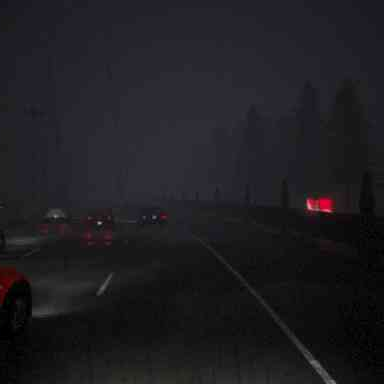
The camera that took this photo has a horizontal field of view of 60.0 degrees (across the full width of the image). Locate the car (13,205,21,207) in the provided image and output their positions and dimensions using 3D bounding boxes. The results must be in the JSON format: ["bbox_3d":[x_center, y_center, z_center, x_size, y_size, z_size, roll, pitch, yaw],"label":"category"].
[{"bbox_3d":[-30.960,1.975,58.712,2.033,1.411,5.357,0,0,-16],"label":"car"}]

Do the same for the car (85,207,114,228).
[{"bbox_3d":[-6.579,1.763,23.987,1.895,1.301,4.718,0,0,-13],"label":"car"}]

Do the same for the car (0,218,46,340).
[{"bbox_3d":[-3.682,1.384,3.747,2.097,1.767,4.553,0,0,-2],"label":"car"}]

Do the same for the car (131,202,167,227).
[{"bbox_3d":[-2.997,1.702,23.982,2.033,1.411,5.357,0,0,-13],"label":"car"}]

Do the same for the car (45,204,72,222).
[{"bbox_3d":[-11.408,1.727,28.608,1.812,1.442,4.674,0,0,-15],"label":"car"}]

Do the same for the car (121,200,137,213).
[{"bbox_3d":[-7.644,1.747,41.145,1.882,1.535,5.008,0,0,-16],"label":"car"}]

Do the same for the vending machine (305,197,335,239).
[{"bbox_3d":[6.480,1.285,16.892,1.100,2.100,0.880,0,0,-9],"label":"vending machine"}]
